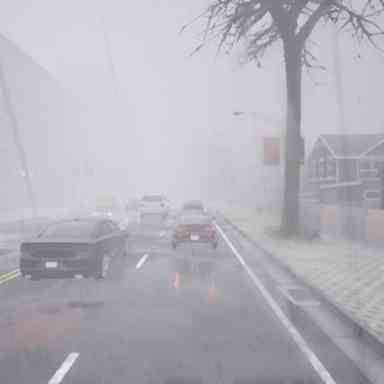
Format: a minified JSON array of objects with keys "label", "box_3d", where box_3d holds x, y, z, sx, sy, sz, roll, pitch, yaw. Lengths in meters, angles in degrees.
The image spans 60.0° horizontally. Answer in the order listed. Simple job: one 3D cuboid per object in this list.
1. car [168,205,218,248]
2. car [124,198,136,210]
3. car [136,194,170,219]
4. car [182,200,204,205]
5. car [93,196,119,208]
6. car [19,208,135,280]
[{"label":"car","box_3d":[0.103,1.517,14.616,1.812,1.442,4.674,0,0,0]},{"label":"car","box_3d":[-6.582,1.471,38.759,1.837,1.490,4.892,0,0,0]},{"label":"car","box_3d":[-3.143,1.199,28.781,2.150,2.045,5.566,0,0,0]},{"label":"car","box_3d":[0.108,1.452,31.154,1.882,1.535,5.008,0,0,0]},{"label":"car","box_3d":[-9.832,1.316,38.336,2.097,1.767,4.553,0,0,0]},{"label":"car","box_3d":[-3.148,1.473,9.925,1.882,1.535,5.008,0,0,0]}]
